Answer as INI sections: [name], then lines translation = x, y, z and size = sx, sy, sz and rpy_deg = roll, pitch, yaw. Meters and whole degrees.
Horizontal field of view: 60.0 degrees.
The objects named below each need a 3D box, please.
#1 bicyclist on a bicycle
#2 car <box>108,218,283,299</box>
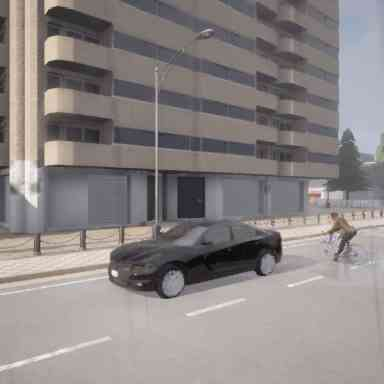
[bicyclist on a bicycle]
translation = 4.637, 1.455, 10.410
size = 0.582, 1.620, 1.656
rpy_deg = 0, -2, -38
[car]
translation = 0.305, 1.478, 8.712
size = 5.008, 1.535, 1.882
rpy_deg = 0, 0, -38
